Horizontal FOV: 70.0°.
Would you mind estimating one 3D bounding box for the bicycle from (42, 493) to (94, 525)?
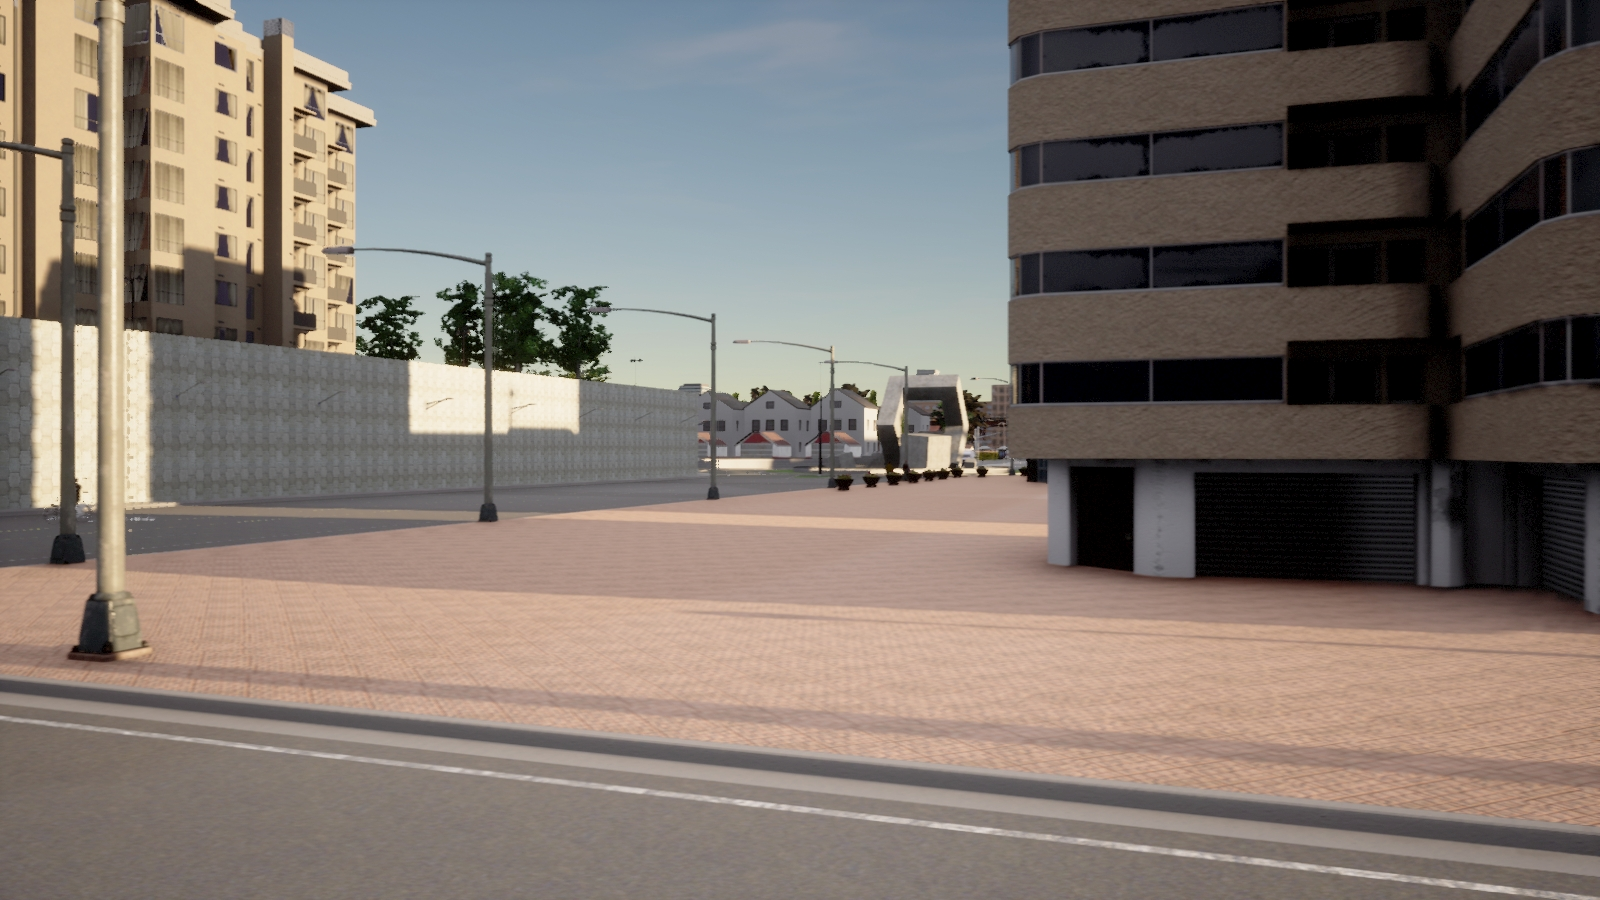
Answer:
[{"bbox_3d":[-27.709,2.233,43.278,0.329,1.126,1.835,0,0,20],"label":"bicycle"}]
